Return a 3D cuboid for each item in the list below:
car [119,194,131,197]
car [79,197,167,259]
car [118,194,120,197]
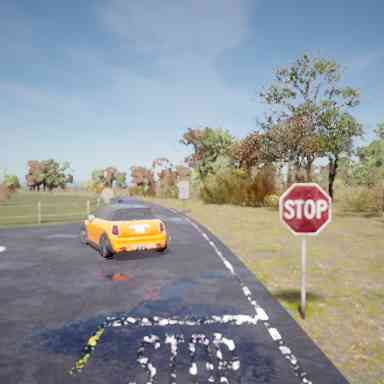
[{"bbox_3d":[-7.057,1.225,38.313,2.033,1.411,5.357,0,1,-12],"label":"car"},{"bbox_3d":[-2.738,1.246,12.575,2.097,1.767,4.553,-1,1,-30],"label":"car"},{"bbox_3d":[-11.003,1.037,53.799,2.128,1.511,4.902,0,1,-16],"label":"car"}]
